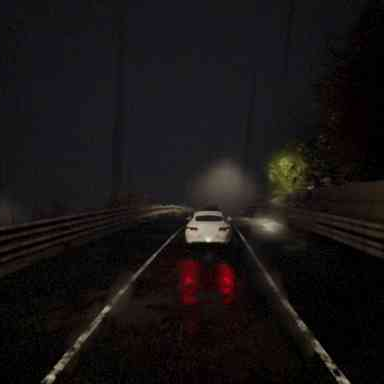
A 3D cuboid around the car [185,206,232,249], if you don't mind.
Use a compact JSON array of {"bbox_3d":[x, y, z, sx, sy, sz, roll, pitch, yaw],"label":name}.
[{"bbox_3d":[0.738,1.528,14.457,1.812,1.442,4.674,0,0,4],"label":"car"}]
